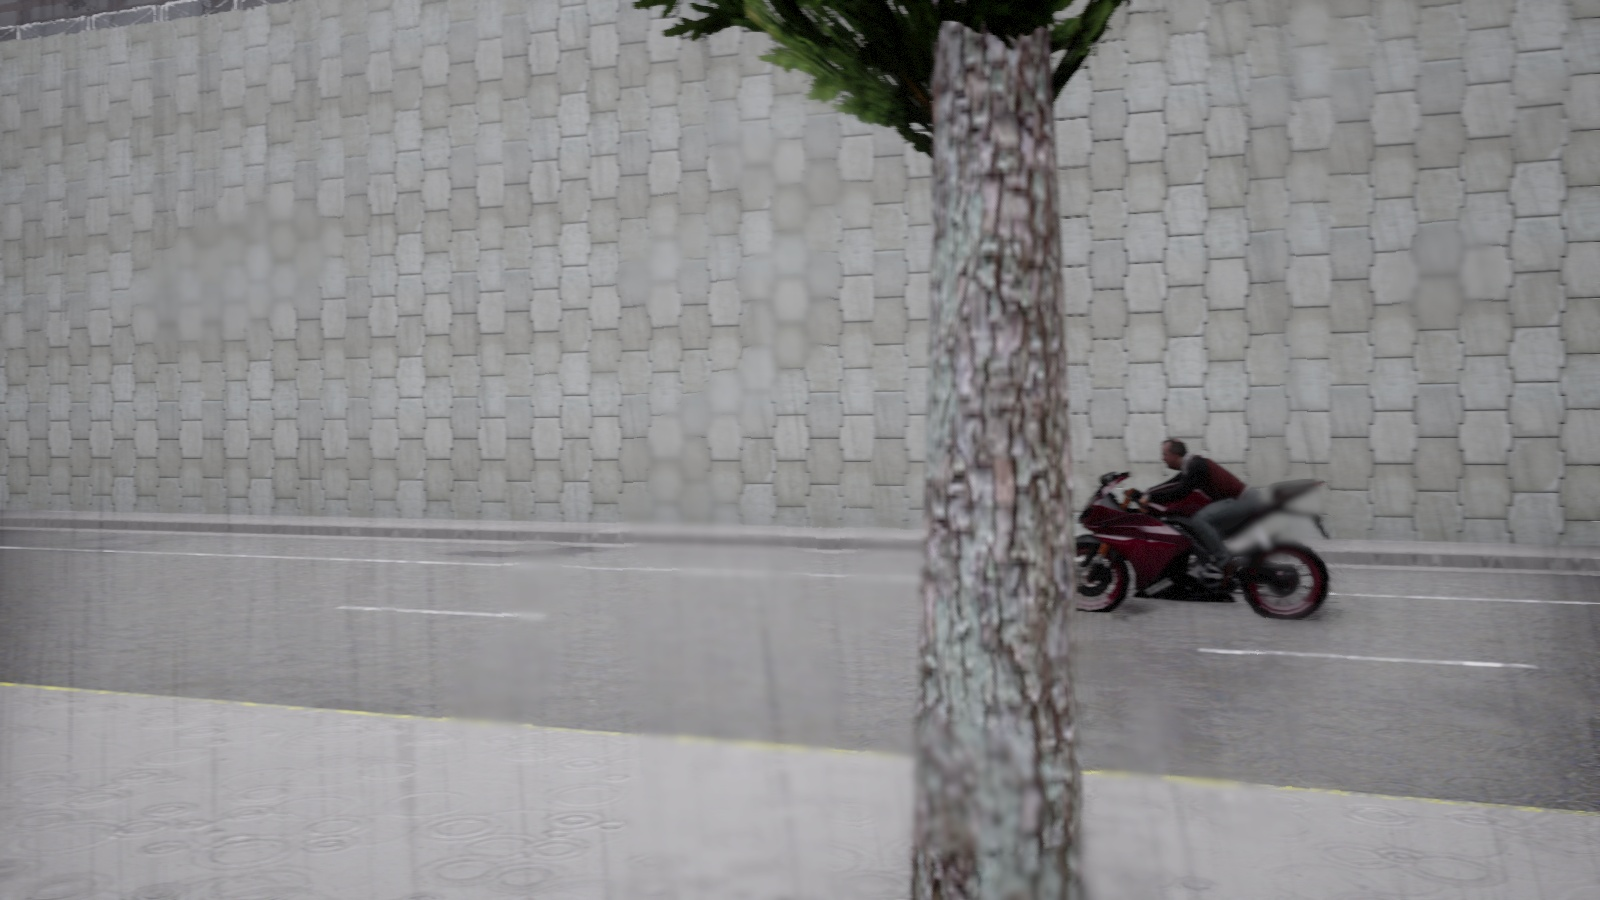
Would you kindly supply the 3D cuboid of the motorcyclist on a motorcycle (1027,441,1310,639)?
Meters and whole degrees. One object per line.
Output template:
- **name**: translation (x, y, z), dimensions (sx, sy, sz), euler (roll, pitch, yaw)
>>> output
- **motorcyclist on a motorcycle**: translation (3.086, 0.703, 10.595), dimensions (2.191, 1.530, 0.866), euler (1, 1, 19)
